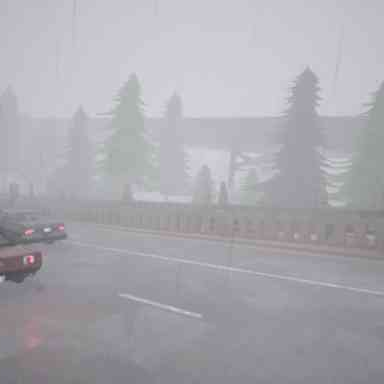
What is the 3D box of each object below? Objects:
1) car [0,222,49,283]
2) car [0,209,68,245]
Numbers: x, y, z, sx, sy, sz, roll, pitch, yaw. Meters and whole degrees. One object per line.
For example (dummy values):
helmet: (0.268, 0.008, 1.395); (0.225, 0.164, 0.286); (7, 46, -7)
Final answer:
car: (-5.771, 1.500, 8.112); (4.718, 1.301, 1.895); (1, 0, 36)
car: (-7.285, 1.399, 13.492); (5.357, 1.411, 2.033); (1, 0, 36)
